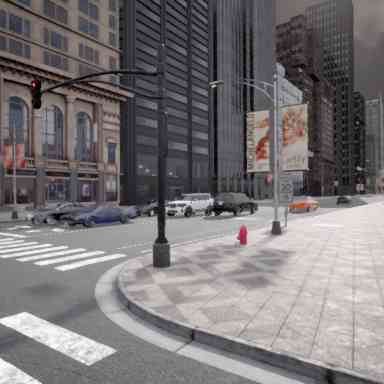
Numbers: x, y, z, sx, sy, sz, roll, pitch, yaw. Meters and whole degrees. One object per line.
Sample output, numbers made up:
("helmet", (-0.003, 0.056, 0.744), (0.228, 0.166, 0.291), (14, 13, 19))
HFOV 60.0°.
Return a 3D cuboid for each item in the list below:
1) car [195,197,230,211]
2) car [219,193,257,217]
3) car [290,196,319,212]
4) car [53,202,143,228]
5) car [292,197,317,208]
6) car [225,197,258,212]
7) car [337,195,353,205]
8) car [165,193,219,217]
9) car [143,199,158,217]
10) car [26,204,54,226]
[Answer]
("car", (2.569, 1.442, 40.038), (1.837, 1.490, 4.892), (-1, 0, 36))
("car", (3.997, 1.123, 30.507), (2.150, 2.045, 5.566), (-1, 0, 35))
("car", (12.488, 1.210, 36.837), (2.097, 1.767, 4.553), (-1, 0, 35))
("car", (-6.085, 1.509, 22.276), (2.033, 1.411, 5.357), (-1, 0, 35))
("car", (16.202, 1.409, 47.709), (2.033, 1.411, 5.357), (-1, 0, 36))
("car", (5.897, 1.415, 39.105), (1.837, 1.490, 4.892), (-1, 0, 35))
("car", (25.246, 1.324, 54.776), (1.837, 1.490, 4.892), (-1, -2, 35))
("car", (-0.103, 1.156, 30.695), (2.150, 2.045, 5.566), (-1, 0, 35))
("car", (-3.472, 1.467, 31.559), (1.837, 1.490, 4.892), (-1, 0, 35))
("car", (-9.183, 1.480, 23.616), (2.128, 1.511, 4.902), (0, 0, 34))
